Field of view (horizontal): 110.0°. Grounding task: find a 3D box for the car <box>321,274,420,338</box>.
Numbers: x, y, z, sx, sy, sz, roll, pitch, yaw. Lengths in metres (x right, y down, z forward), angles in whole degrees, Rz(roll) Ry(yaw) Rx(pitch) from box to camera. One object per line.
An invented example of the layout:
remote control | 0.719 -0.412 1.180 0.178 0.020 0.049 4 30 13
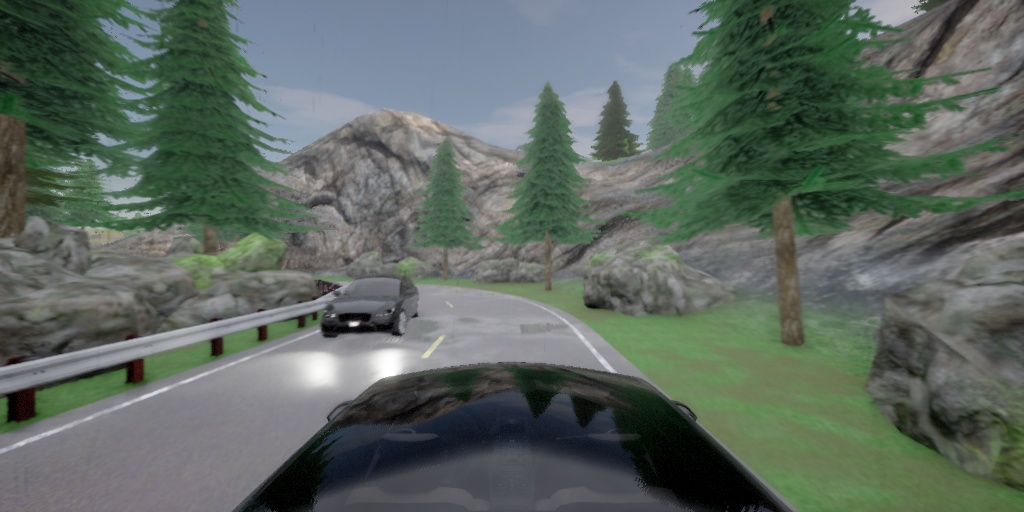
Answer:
car | -3.847 1.306 10.491 1.837 1.490 4.892 0 -1 -7
